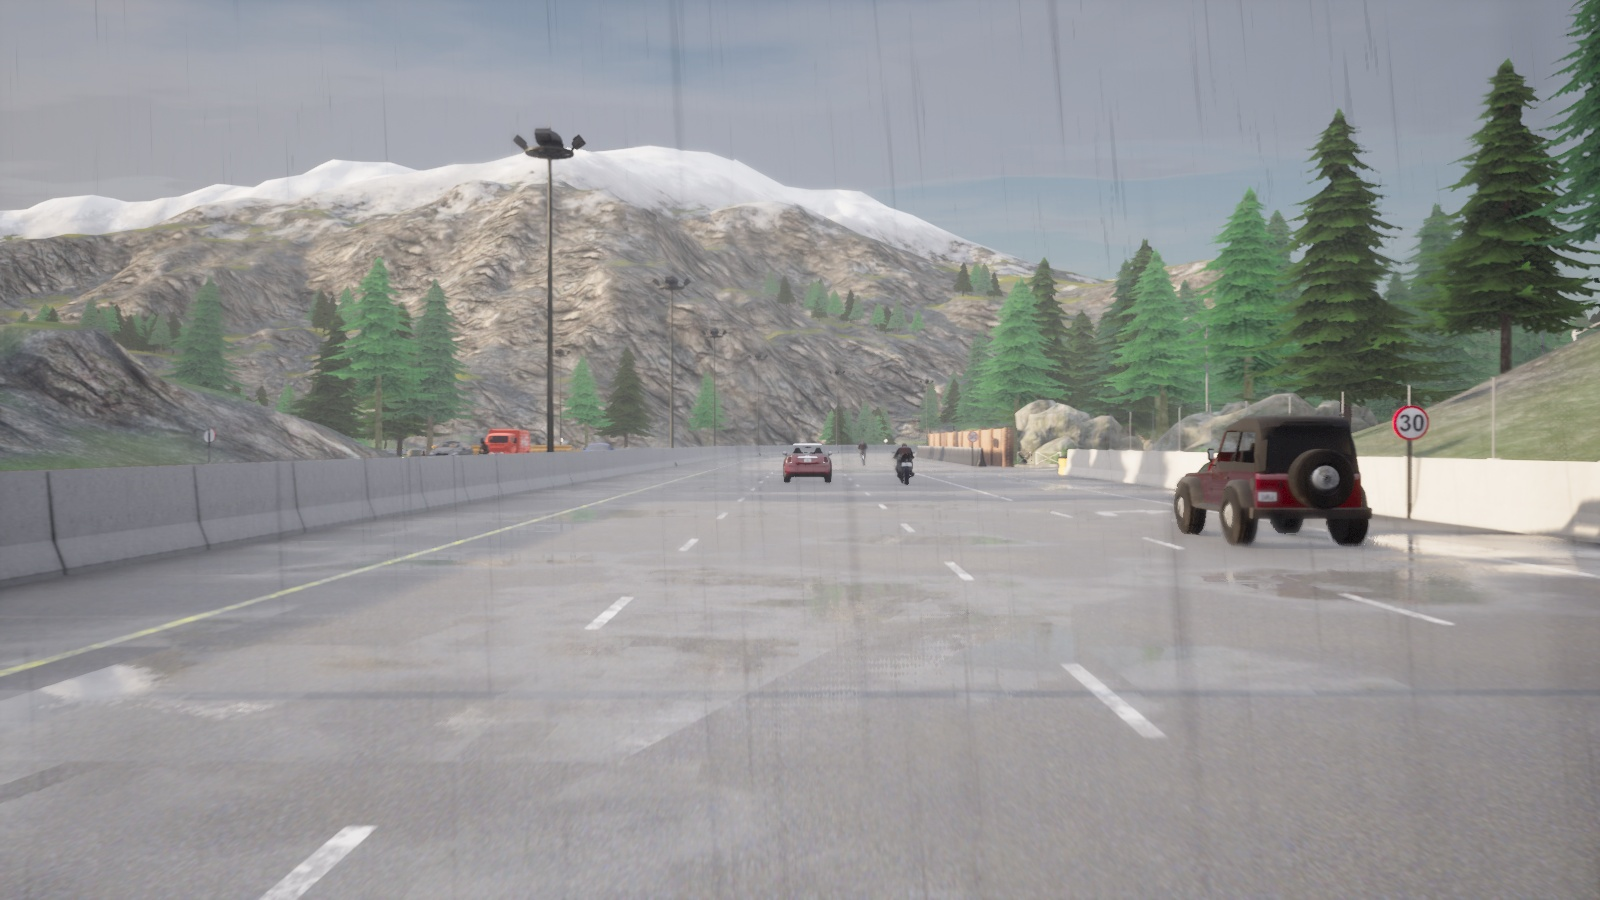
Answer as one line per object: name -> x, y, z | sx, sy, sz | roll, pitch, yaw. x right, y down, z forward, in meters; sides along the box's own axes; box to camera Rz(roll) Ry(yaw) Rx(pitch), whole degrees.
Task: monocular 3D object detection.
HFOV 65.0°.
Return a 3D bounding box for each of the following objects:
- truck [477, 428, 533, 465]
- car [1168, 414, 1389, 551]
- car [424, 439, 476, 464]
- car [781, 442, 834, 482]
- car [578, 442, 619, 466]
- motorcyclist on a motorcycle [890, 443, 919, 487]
truck -> -20.488, -0.249, 87.443 | 2.627, 2.467, 5.204 | 0, 0, 0
car -> 7.124, 0.440, 19.149 | 1.905, 1.878, 3.866 | 0, 0, 0
car -> -23.994, 0.085, 86.326 | 2.242, 1.667, 4.611 | 0, 0, 0
car -> 0.294, 0.436, 49.047 | 1.970, 1.475, 3.806 | 0, 0, 0
car -> -13.498, 0.238, 84.368 | 1.882, 1.535, 5.008 | 0, 0, 0
motorcyclist on a motorcycle -> 3.773, 0.529, 45.373 | 0.866, 1.530, 2.191 | 0, 0, 0
